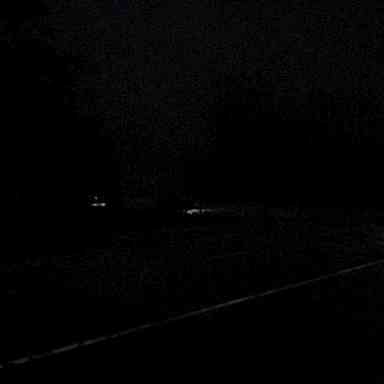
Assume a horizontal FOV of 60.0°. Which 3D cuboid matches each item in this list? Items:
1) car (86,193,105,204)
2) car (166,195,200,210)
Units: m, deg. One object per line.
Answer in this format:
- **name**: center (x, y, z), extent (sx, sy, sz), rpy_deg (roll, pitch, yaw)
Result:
- **car**: center (-16.101, 0.912, 55.980), extent (2.097, 1.767, 4.553), rpy_deg (-2, 1, -38)
- **car**: center (-0.965, 1.138, 36.563), extent (1.837, 1.490, 4.892), rpy_deg (-2, 1, -38)
